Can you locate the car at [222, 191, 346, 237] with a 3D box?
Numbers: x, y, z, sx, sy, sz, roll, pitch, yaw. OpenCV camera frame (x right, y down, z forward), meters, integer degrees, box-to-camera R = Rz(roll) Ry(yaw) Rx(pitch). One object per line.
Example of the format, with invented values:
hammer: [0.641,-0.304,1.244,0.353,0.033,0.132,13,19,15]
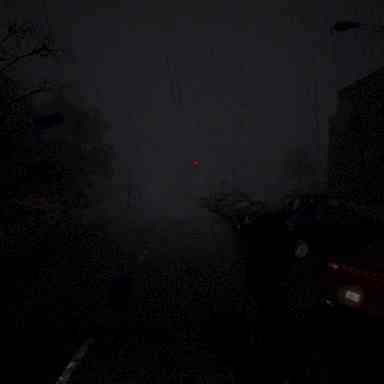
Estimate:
car: [4.496,1.114,14.919,5.566,2.045,2.435,1,1,-22]

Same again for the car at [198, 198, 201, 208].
car: [3.447,1.079,36.063,4.553,1.767,2.185,0,1,-24]

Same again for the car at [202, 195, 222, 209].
car: [3.828,1.252,30.025,4.892,1.521,2.231,1,1,-24]

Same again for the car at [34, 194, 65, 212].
car: [-14.701,1.296,30.150,5.366,1.575,1.946,-1,1,-23]

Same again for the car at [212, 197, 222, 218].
car: [4.155,1.336,23.992,4.674,1.452,2.002,1,1,-23]

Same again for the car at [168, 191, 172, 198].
car: [-2.383,0.781,85.576,5.566,2.045,2.435,0,1,-30]

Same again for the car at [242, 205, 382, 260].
car: [4.609,1.389,11.915,5.008,1.535,2.097,1,1,-22]

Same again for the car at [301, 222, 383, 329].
car: [4.713,1.435,5.878,5.008,1.535,2.097,1,0,-21]

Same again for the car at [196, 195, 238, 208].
car: [3.124,1.195,42.045,4.792,1.488,2.163,0,0,-25]

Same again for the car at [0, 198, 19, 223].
car: [-14.024,1.398,21.356,4.674,1.452,2.002,-1,1,-22]

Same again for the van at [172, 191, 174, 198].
van: [-1.960,0.833,82.567,4.442,1.987,1.878,0,1,-30]

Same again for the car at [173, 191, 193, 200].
car: [-1.409,0.960,79.642,4.553,1.767,2.185,0,0,-29]

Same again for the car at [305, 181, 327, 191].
car: [20.916,-0.789,54.443,2.435,2.045,5.566,-7,4,-29]

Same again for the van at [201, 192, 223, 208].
van: [3.526,1.001,32.988,4.442,1.987,1.878,1,1,-24]

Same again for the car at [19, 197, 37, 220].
car: [-14.176,1.377,24.313,4.674,1.452,2.002,-1,1,-23]

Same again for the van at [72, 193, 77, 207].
van: [-14.851,1.027,36.180,4.442,1.987,1.878,-1,0,-24]

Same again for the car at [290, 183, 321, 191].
car: [17.961,-0.206,53.978,2.002,1.452,4.674,-7,4,-29]

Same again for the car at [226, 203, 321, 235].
car: [4.410,1.382,17.960,4.674,1.452,2.002,1,0,-22]

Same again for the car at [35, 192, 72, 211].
car: [-14.704,1.149,33.190,4.553,1.767,2.185,-1,1,-24]

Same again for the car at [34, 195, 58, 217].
car: [-14.180,1.310,27.347,5.366,1.575,1.946,-1,0,-23]

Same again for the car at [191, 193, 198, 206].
car: [3.018,1.177,38.986,5.366,1.575,1.946,0,1,-25]

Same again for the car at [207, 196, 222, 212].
car: [3.990,1.313,27.012,4.674,1.452,2.002,1,0,-23]
